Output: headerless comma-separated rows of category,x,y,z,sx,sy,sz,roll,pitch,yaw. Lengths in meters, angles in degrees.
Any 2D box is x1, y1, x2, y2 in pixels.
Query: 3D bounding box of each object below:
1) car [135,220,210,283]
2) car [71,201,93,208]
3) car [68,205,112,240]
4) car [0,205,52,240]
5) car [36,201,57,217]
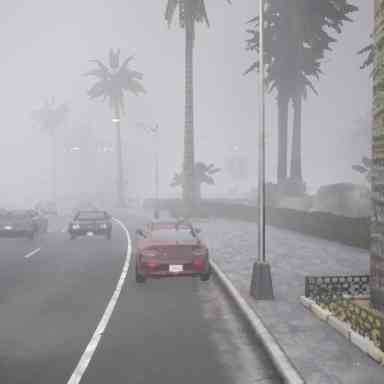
car,-0.649,1.525,9.663,1.812,1.442,4.674,0,0,-7
car,-10.607,1.556,32.574,1.994,1.385,4.181,0,0,-27
car,-5.120,1.598,17.214,1.895,1.301,4.718,0,0,-13
car,-8.602,1.558,16.716,1.994,1.385,4.181,0,0,-14
car,-13.347,1.537,30.279,2.033,1.411,5.357,0,0,-26
